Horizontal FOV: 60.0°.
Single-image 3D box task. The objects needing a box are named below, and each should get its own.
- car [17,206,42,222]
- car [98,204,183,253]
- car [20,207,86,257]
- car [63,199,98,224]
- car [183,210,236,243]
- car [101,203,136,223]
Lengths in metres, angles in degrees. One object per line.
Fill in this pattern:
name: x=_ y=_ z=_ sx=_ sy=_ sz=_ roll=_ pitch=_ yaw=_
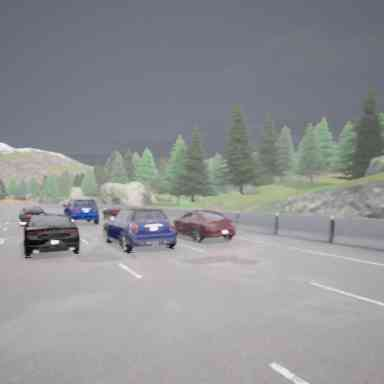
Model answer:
car: x=-12.665 y=1.887 z=26.415 sx=1.837 sy=1.490 sz=4.892 roll=0 pitch=0 yaw=-28
car: x=-2.455 y=1.467 z=14.696 sx=2.097 sy=1.767 sz=4.553 roll=0 pitch=-1 yaw=-28
car: x=-5.937 y=1.623 z=13.801 sx=1.882 sy=1.535 sz=5.008 roll=0 pitch=0 yaw=-28
car: x=-9.143 y=1.569 z=27.226 sx=2.150 sy=2.045 sz=5.566 roll=0 pitch=-1 yaw=-28
car: x=0.398 y=1.629 z=16.793 sx=1.812 sy=1.442 sz=4.674 roll=0 pitch=0 yaw=-28
car: x=-6.826 y=1.835 z=30.355 sx=1.882 sy=1.535 sz=5.008 roll=0 pitch=-1 yaw=-28
